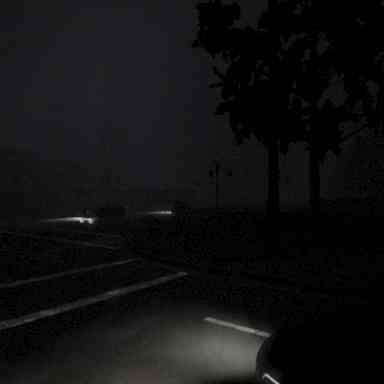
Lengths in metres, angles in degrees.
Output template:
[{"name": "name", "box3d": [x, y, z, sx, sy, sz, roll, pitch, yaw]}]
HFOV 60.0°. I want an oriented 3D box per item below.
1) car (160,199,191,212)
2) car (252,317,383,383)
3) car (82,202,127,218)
[{"name": "car", "box3d": [-1.893, 1.575, 39.310, 1.994, 1.385, 4.181, 0, 0, 34]}, {"name": "car", "box3d": [2.660, 1.525, 2.077, 4.674, 1.442, 1.812, 0, 0, 36]}, {"name": "car", "box3d": [-7.903, 1.576, 30.400, 1.994, 1.385, 4.181, 0, 0, 34]}]
